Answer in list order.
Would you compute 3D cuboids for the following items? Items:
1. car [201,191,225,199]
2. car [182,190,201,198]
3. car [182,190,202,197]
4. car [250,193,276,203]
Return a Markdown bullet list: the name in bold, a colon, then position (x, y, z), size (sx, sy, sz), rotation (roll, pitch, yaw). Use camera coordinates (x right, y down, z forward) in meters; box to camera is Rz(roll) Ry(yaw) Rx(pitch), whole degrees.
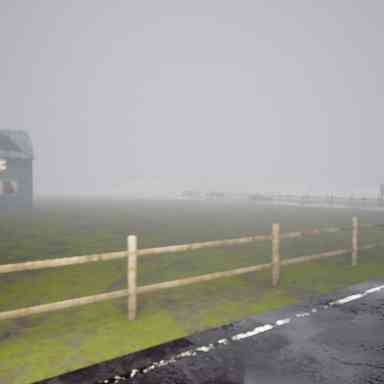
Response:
- **car**: position (4.528, 0.580, 66.659), size (1.837, 1.490, 4.892), rotation (0, 1, -35)
- **car**: position (0.007, 0.419, 66.920), size (2.097, 1.767, 4.553), rotation (0, 1, -35)
- **car**: position (-0.029, 0.346, 73.007), size (1.837, 1.490, 4.892), rotation (0, 1, -35)
- **car**: position (10.923, 0.913, 51.433), size (1.994, 1.385, 4.181), rotation (0, 1, -35)
